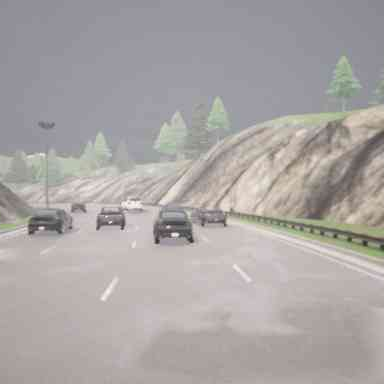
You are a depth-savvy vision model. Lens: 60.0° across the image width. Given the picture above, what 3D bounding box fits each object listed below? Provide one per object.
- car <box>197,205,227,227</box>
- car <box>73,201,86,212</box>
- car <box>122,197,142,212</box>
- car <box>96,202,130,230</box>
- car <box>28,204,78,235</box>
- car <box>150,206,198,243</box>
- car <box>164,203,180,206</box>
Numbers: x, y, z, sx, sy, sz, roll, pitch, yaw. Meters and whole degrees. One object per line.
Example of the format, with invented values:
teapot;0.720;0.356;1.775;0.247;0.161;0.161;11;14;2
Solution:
car;1.196;1.706;24.635;2.128;1.511;4.902;0;0;-10
car;-15.952;2.062;46.651;1.837;1.490;4.892;0;-1;-21
car;-8.475;1.716;46.789;2.150;2.045;5.566;0;-1;-21
car;-5.709;1.754;23.613;2.128;1.511;4.902;0;-1;-12
car;-8.689;1.767;20.736;1.837;1.490;4.892;0;0;-9
car;-1.072;1.670;17.124;1.837;1.490;4.892;0;-1;-8
car;-2.323;1.938;39.070;1.994;1.385;4.181;0;0;-17
